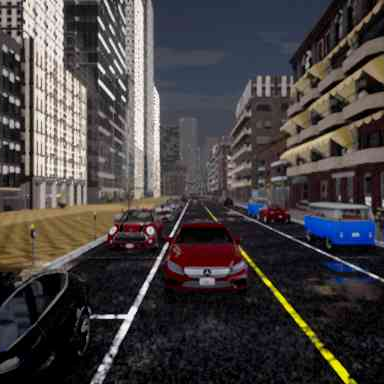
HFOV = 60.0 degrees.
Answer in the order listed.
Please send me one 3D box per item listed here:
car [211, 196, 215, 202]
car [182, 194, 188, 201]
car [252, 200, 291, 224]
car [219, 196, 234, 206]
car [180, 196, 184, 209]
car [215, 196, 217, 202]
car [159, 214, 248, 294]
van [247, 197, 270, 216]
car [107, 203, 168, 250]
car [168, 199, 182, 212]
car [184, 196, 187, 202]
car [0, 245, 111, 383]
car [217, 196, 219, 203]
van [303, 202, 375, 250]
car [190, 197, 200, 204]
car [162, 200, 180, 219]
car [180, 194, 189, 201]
[{"bbox_3d":[6.353,1.723,80.495,1.887,1.381,4.507,0,0,0],"label":"car"},{"bbox_3d":[-2.027,1.744,80.528,1.947,1.339,4.313,0,0,0],"label":"car"},{"bbox_3d":[6.143,1.587,25.266,1.887,1.381,4.507,0,0,0],"label":"car"},{"bbox_3d":[6.270,1.680,58.404,1.947,1.339,4.313,0,0,0],"label":"car"},{"bbox_3d":[-2.196,1.504,36.345,1.967,1.590,4.097,0,0,0],"label":"car"},{"bbox_3d":[6.311,1.671,69.620,1.752,1.417,4.829,0,0,0],"label":"car"},{"bbox_3d":[0.304,1.539,8.974,1.812,1.442,4.674,0,0,0],"label":"car"},{"bbox_3d":[6.164,1.394,30.789,1.690,1.788,3.998,0,0,0],"label":"van"},{"bbox_3d":[-2.281,1.461,14.255,1.967,1.590,4.097,0,0,0],"label":"car"},{"bbox_3d":[-2.217,1.604,30.822,2.008,1.369,4.403,0,0,0],"label":"car"},{"bbox_3d":[-2.153,1.653,47.391,1.947,1.339,4.313,0,0,0],"label":"car"},{"bbox_3d":[-2.322,1.570,3.208,1.947,1.339,4.313,0,0,0],"label":"car"},{"bbox_3d":[6.291,1.655,64.096,1.752,1.417,4.829,0,0,0],"label":"car"},{"bbox_3d":[6.100,1.362,14.222,1.690,1.788,3.998,0,0,0],"label":"van"},{"bbox_3d":[0.619,1.666,67.825,1.812,1.442,4.674,0,0,0],"label":"car"},{"bbox_3d":[-2.238,1.593,25.298,2.008,1.369,4.403,0,0,0],"label":"car"},{"bbox_3d":[-1.986,1.528,91.574,2.192,1.841,5.009,0,0,0],"label":"car"}]
